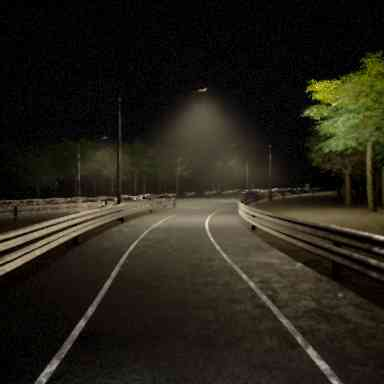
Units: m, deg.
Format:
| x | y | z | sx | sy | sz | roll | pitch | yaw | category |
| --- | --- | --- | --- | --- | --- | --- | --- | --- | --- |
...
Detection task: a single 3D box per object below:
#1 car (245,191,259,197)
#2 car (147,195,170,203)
| x | y | z | sx | sy | sz | roll | pitch | yaw | category |
| --- | --- | --- | --- | --- | --- | --- | --- | --- | --- |
| 14.278 | 0.480 | 79.036 | 1.837 | 1.490 | 4.892 | 0 | 2 | 37 | car |
| -5.281 | 1.184 | 53.514 | 2.097 | 1.767 | 4.553 | 0 | 2 | 37 | car |
